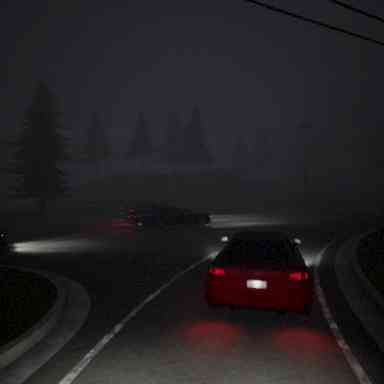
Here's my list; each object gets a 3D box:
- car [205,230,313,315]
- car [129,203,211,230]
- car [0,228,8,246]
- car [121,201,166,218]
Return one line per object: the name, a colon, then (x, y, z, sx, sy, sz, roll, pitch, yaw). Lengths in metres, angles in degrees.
car: (1.567, 1.561, 7.700, 1.994, 1.385, 4.181, 0, 0, 13)
car: (-1.189, 1.592, 20.808, 4.718, 1.301, 1.895, 0, 0, -30)
car: (-9.680, 1.542, 11.964, 5.357, 1.411, 2.033, 0, 0, -30)
car: (-2.261, 1.482, 24.224, 4.902, 1.511, 2.128, 0, 0, -30)
